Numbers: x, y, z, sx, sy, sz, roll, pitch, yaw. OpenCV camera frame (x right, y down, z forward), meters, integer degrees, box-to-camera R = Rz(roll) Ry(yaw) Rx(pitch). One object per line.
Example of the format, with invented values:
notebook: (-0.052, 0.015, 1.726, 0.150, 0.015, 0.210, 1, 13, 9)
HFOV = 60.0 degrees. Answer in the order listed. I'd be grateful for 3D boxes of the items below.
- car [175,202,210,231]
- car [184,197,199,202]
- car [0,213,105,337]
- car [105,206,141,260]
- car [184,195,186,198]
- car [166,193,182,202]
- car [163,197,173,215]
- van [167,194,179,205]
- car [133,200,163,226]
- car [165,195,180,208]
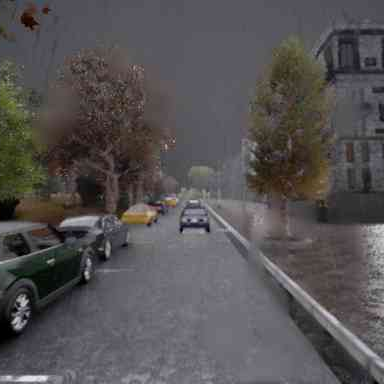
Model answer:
car: (0.144, 1.603, 20.761, 2.033, 1.411, 5.357, 0, 0, -1)
car: (0.181, 1.615, 41.387, 1.812, 1.442, 4.674, 0, 0, 0)
car: (-3.641, 1.375, 6.882, 2.185, 1.767, 4.553, 0, 0, 2)
car: (-3.628, 1.517, 12.478, 2.231, 1.521, 4.892, 0, 0, 2)
car: (-3.488, 1.508, 84.872, 2.185, 1.767, 4.553, 0, 0, 2)
car: (-3.541, 1.336, 57.081, 2.435, 2.045, 5.566, 0, 0, 2)
car: (-3.583, 1.591, 34.798, 2.163, 1.488, 4.792, 0, 0, 2)
van: (-3.526, 1.368, 62.739, 1.878, 1.987, 4.442, 0, 0, 2)
car: (-3.599, 1.539, 23.812, 1.946, 1.575, 5.366, 0, 0, 2)
car: (-3.552, 1.581, 51.476, 2.097, 1.535, 5.008, 0, 0, 2)
